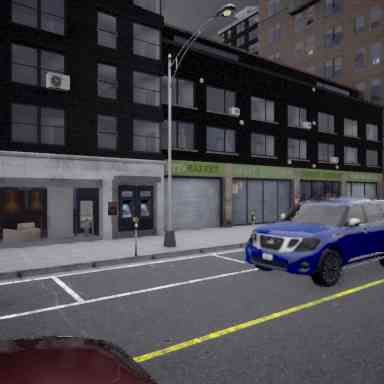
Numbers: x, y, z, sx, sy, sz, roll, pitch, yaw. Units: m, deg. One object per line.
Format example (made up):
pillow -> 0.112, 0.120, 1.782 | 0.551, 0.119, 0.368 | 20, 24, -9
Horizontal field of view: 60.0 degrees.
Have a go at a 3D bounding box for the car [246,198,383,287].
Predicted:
car -> 4.085, 1.221, 9.692 | 5.566, 2.045, 2.150 | 0, 0, -35

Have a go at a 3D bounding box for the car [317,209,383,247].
car -> 8.036, 1.566, 15.630 | 4.313, 1.339, 1.947 | 0, 0, -36

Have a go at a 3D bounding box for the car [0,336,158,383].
car -> -2.036, 1.564, 1.707 | 4.181, 1.385, 1.994 | 0, 0, -35
